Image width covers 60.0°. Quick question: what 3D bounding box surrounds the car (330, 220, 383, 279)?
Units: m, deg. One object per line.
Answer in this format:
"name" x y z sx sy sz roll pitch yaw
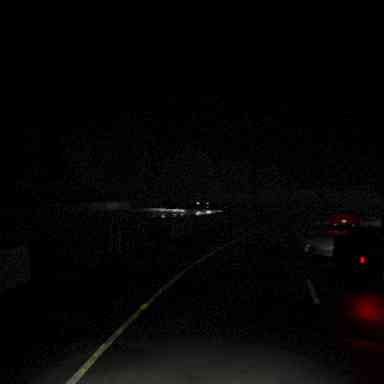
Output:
"car" 5.624 1.818 10.446 1.895 1.301 4.718 1 -1 17

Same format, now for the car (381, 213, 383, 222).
"car" 14.107 1.896 22.480 2.128 1.511 4.902 0 0 23

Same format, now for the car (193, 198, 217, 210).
"car" 2.317 1.651 49.060 2.097 1.767 4.553 0 0 23

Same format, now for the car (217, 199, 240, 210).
"car" 5.544 1.832 47.714 1.837 1.490 4.892 0 0 23

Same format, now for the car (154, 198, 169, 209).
"car" -4.127 1.756 51.780 1.837 1.490 4.892 0 0 23

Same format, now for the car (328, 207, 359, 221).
"car" 11.450 1.866 25.186 1.882 1.535 5.008 0 0 23

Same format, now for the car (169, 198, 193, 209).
"car" -1.040 1.823 50.105 2.033 1.411 5.357 0 0 23
